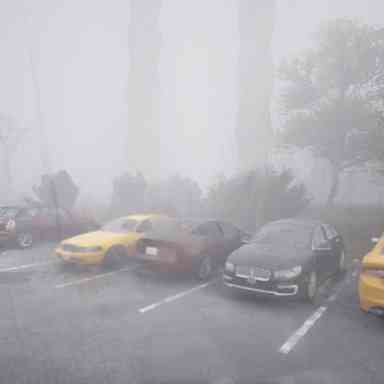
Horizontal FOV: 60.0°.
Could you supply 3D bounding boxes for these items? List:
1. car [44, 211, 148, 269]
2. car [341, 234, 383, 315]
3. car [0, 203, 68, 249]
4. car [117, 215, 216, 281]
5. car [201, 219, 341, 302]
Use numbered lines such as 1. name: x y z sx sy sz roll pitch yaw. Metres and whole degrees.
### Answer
1. car: -2.010 1.478 11.586 1.946 1.575 5.366 0 0 36
2. car: 4.815 1.479 6.923 2.097 1.535 5.008 0 0 36
3. car: -6.395 1.341 14.915 2.185 1.767 4.553 0 0 36
4. car: 0.360 1.514 10.154 2.163 1.488 4.792 0 0 36
5. car: 2.583 1.483 8.535 2.231 1.521 4.892 0 0 36
